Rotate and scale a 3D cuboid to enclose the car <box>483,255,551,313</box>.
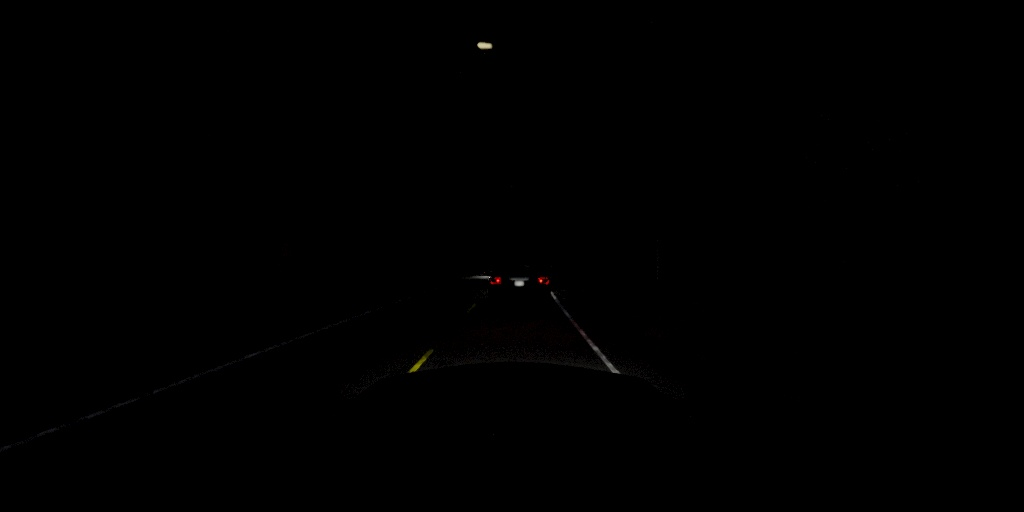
[{"bbox_3d":[0.321,0.985,14.246,2.150,2.045,5.566,0,0,2],"label":"car"}]
